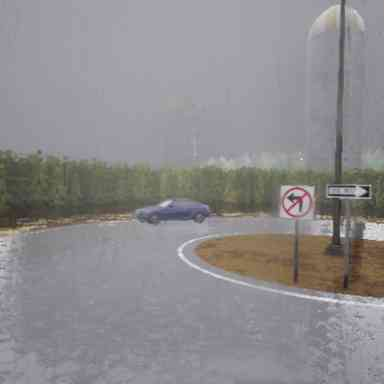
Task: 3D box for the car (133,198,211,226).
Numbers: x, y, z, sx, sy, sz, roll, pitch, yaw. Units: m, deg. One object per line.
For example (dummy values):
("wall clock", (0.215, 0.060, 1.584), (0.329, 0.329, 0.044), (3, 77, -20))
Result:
("car", (-1.091, 1.082, 19.395), (4.674, 1.442, 1.812), (0, 1, -31))
